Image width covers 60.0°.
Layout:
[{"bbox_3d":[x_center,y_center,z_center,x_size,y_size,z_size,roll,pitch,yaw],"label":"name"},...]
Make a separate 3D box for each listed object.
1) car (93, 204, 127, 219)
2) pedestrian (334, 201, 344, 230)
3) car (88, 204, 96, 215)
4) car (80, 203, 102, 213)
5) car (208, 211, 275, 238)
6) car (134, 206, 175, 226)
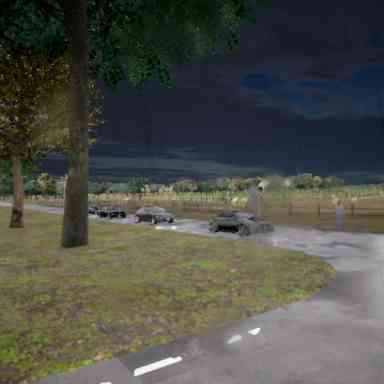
[{"bbox_3d":[-8.921,2.267,36.778,1.895,1.301,4.718,-1,0,-35],"label":"car"},{"bbox_3d":[9.348,1.454,21.090,0.375,1.860,0.375,-3,1,-35],"label":"pedestrian"},{"bbox_3d":[-14.575,2.403,44.911,1.994,1.385,4.181,-1,0,-34],"label":"car"},{"bbox_3d":[-15.835,2.496,51.779,1.895,1.301,4.718,-1,0,-35],"label":"car"},{"bbox_3d":[2.870,1.857,20.029,1.994,1.385,4.181,-1,0,-37],"label":"car"},{"bbox_3d":[-3.320,1.997,28.771,1.837,1.490,4.892,-1,-1,-35],"label":"car"}]
